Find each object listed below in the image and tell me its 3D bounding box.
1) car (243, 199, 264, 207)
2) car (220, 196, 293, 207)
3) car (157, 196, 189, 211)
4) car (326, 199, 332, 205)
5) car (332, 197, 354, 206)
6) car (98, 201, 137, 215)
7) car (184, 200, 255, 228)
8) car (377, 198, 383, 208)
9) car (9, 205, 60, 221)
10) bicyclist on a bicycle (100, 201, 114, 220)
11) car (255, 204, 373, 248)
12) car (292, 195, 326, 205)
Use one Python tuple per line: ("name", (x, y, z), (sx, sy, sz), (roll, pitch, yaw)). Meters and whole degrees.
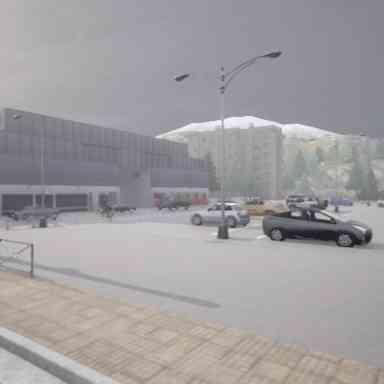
("car", (11.064, 1.893, 59.663), (1.895, 1.301, 4.718), (0, 0, 35))
("car", (5.223, 1.397, 27.153), (5.027, 1.636, 2.152), (0, 0, 35))
("car", (-2.527, 1.530, 46.882), (2.150, 2.045, 5.566), (0, 0, 36))
("car", (13.976, 1.343, 40.193), (4.605, 1.855, 1.932), (0, 0, 35))
("car", (24.848, 1.619, 55.266), (3.633, 1.501, 1.845), (0, 0, 35))
("car", (-8.554, 1.800, 38.428), (2.128, 1.511, 4.902), (0, 0, 35))
("car", (1.772, 1.474, 21.733), (3.806, 1.475, 1.970), (0, 0, 35))
("car", (29.174, 1.596, 48.539), (3.806, 1.475, 1.970), (0, 0, 35))
("car", (-14.309, 1.872, 30.329), (1.994, 1.385, 4.181), (0, 0, 35))
("bicyclist on a bicycle", (-7.063, 1.575, 27.610), (1.656, 1.620, 0.582), (-1, 0, 35))
("car", (5.399, 1.508, 14.666), (4.514, 1.523, 2.007), (0, 0, 35))
("car", (12.630, 1.321, 37.586), (3.866, 1.878, 1.905), (0, 0, 35))
